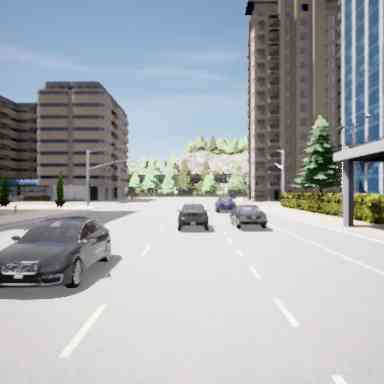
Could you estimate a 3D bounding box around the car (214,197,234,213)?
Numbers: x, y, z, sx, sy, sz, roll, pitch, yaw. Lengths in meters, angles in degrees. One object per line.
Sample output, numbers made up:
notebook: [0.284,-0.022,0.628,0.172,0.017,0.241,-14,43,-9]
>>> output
car: [3.571,1.301,36.392,2.097,1.767,4.553,0,0,0]

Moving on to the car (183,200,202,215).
car: [0.064,1.553,34.430,1.895,1.301,4.718,0,0,0]

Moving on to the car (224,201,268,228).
car: [3.577,1.517,21.725,2.033,1.411,5.357,0,0,0]

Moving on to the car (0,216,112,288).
car: [-3.584,1.492,9.302,1.837,1.490,4.892,0,0,0]

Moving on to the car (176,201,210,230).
car: [0.074,1.476,20.780,1.837,1.490,4.892,0,0,0]
